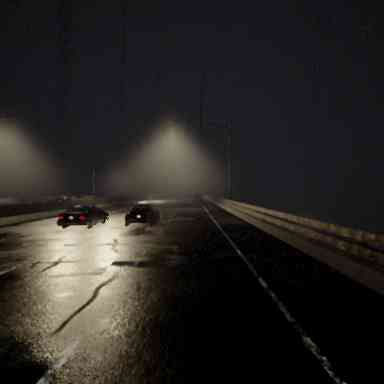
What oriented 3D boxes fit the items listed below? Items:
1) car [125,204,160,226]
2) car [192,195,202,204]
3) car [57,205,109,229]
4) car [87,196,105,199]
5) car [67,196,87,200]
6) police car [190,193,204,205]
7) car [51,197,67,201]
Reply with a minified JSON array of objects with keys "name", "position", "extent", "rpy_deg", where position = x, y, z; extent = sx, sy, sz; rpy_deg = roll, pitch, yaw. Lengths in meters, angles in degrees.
[{"name":"car","position":[-3.405,1.542,23.266],"extent":[1.994,1.385,4.181],"rpy_deg":[0,0,0]},{"name":"car","position":[1.035,1.413,65.575],"extent":[1.882,1.535,5.008],"rpy_deg":[0,0,0]},{"name":"car","position":[-6.903,1.527,21.502],"extent":[2.033,1.411,5.357],"rpy_deg":[0,0,0]},{"name":"car","position":[-17.530,1.414,62.729],"extent":[1.882,1.535,5.008],"rpy_deg":[0,0,0]},{"name":"car","position":[-21.025,1.415,62.236],"extent":[1.882,1.535,5.008],"rpy_deg":[0,0,0]},{"name":"police car","position":[1.037,1.371,55.686],"extent":[1.930,1.638,5.238],"rpy_deg":[0,0,0]},{"name":"car","position":[-24.517,1.536,62.133],"extent":[1.895,1.301,4.718],"rpy_deg":[0,0,0]}]
